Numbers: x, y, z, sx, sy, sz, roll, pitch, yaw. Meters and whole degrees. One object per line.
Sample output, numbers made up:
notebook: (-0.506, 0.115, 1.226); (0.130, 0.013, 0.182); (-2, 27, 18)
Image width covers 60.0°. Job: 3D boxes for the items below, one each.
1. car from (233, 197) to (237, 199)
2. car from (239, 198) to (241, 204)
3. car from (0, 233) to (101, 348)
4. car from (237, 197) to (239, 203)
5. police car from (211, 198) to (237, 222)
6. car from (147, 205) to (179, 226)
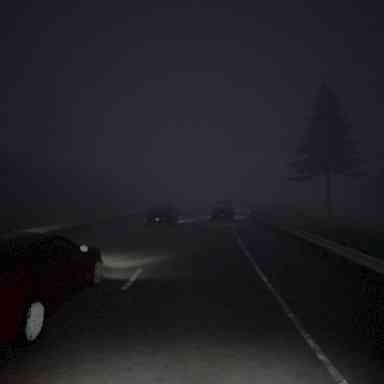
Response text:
car: (3.802, 1.612, 37.899); (2.097, 1.767, 4.553); (0, 0, 8)
car: (10.130, 1.887, 76.284); (1.882, 1.535, 5.008); (0, 0, 12)
car: (-3.246, 1.519, 6.425); (1.882, 1.535, 5.008); (0, 0, 2)
car: (6.872, 1.912, 60.947); (2.128, 1.511, 4.902); (0, 0, 12)
police car: (2.617, 1.621, 28.332); (1.930, 1.638, 5.238); (0, 0, 6)
car: (-2.146, 1.693, 24.832); (1.812, 1.442, 4.674); (0, 0, 5)
